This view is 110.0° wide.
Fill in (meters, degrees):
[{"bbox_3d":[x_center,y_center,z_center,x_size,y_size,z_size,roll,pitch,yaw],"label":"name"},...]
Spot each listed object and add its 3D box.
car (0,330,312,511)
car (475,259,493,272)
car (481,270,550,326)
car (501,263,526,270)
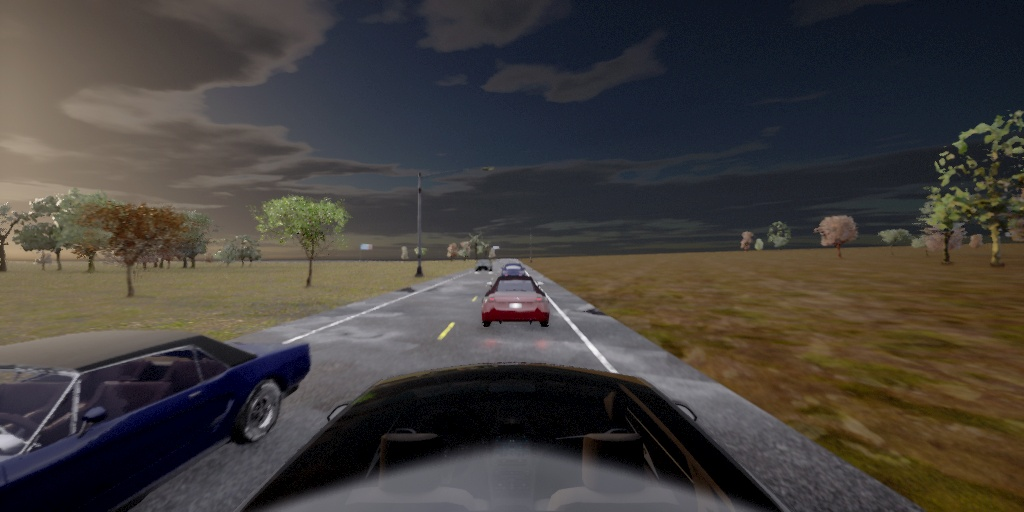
[{"bbox_3d":[-3.601,1.352,2.543,1.895,1.301,4.718,0,0,0],"label":"car"},{"bbox_3d":[-3.584,1.151,46.482,2.097,1.767,4.553,0,0,0],"label":"car"},{"bbox_3d":[0.100,1.325,11.753,1.994,1.385,4.181,0,0,0],"label":"car"},{"bbox_3d":[0.097,1.306,28.170,1.812,1.442,4.674,0,0,0],"label":"car"}]
